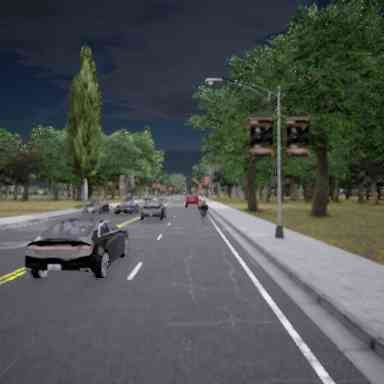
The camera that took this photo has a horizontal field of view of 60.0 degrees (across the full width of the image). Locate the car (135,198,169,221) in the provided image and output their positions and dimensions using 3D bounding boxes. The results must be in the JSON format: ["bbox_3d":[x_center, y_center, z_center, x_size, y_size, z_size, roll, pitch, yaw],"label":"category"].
[{"bbox_3d":[-3.172,1.567,28.254,2.128,1.511,4.902,0,0,0],"label":"car"}]

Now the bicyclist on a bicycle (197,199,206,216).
[{"bbox_3d":[0.887,1.523,32.406,0.866,1.612,1.509,0,0,0],"label":"bicyclist on a bicycle"}]

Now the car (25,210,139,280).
[{"bbox_3d":[-3.157,1.519,10.051,2.128,1.511,4.902,0,0,0],"label":"car"}]

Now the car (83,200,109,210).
[{"bbox_3d":[-9.870,1.585,34.729,2.128,1.511,4.902,0,0,0],"label":"car"}]

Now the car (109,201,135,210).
[{"bbox_3d":[-6.624,1.638,34.201,2.033,1.411,5.357,0,0,0],"label":"car"}]

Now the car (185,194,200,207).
[{"bbox_3d":[0.053,1.366,54.213,2.150,2.045,5.566,0,0,0],"label":"car"}]

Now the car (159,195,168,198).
[{"bbox_3d":[-6.560,1.403,76.456,2.097,1.767,4.553,0,0,0],"label":"car"}]

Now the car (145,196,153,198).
[{"bbox_3d":[-9.810,1.588,76.422,2.033,1.411,5.357,0,0,0],"label":"car"}]

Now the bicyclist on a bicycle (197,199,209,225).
[{"bbox_3d":[0.875,1.432,23.039,0.659,1.776,1.843,0,0,0],"label":"bicyclist on a bicycle"}]

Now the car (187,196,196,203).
[{"bbox_3d":[-0.058,1.677,73.943,1.882,1.535,5.008,0,0,0],"label":"car"}]
